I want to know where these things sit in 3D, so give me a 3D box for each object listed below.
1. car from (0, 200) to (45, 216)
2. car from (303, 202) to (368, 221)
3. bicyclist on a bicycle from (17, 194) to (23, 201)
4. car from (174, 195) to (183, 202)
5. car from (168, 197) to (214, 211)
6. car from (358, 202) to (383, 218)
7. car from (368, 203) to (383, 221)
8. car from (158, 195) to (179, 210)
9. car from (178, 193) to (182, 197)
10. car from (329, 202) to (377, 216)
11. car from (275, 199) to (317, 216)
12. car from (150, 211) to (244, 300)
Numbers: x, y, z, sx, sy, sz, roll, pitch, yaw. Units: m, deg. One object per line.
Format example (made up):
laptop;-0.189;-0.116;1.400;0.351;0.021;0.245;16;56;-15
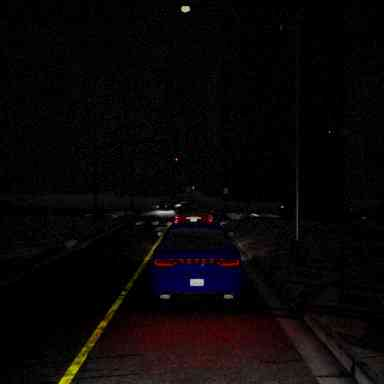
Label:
car;-14.792;1.366;28.194;4.403;1.369;2.008;1;-1;0
car;12.116;1.774;28.307;4.313;1.339;1.947;1;-1;0
bicyclist on a bicycle;-20.523;1.029;39.675;0.582;1.620;1.656;1;0;0
car;-3.059;1.499;76.438;1.837;1.490;4.892;0;0;0
car;0.108;1.351;17.615;2.097;1.767;4.553;0;0;1
car;19.896;1.851;34.163;4.674;1.442;1.812;1;0;0
car;17.929;1.823;28.311;4.829;1.417;1.752;1;-1;0
car;-3.131;1.491;42.210;2.128;1.511;4.902;0;0;0
car;-3.114;1.490;61.150;2.128;1.511;4.902;0;0;0
car;17.762;1.841;36.835;4.403;1.369;2.008;1;-1;0
car;10.930;1.538;34.155;4.553;1.767;2.097;1;0;0
car;0.095;1.477;8.461;1.882;1.535;5.008;0;0;0
